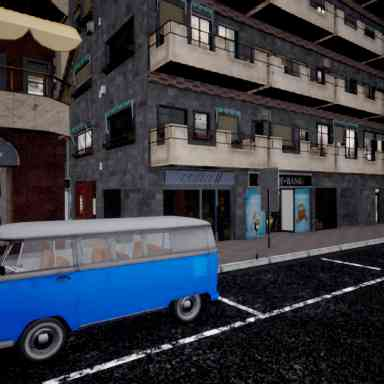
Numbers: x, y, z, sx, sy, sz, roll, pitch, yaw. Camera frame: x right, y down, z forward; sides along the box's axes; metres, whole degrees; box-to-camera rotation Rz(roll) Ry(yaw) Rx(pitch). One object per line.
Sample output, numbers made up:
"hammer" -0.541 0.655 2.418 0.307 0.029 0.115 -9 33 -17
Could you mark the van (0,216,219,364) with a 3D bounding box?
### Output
"van" -1.423 1.341 5.554 3.998 1.788 1.690 0 0 -35
